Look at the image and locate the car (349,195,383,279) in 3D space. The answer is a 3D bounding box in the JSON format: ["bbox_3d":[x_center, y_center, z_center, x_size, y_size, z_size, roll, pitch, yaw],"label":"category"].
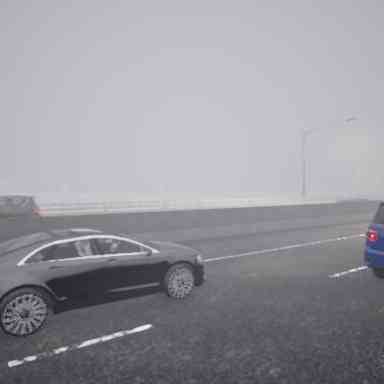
[{"bbox_3d":[6.596,1.133,8.442,5.566,2.045,2.150,-1,0,-35],"label":"car"}]

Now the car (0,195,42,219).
[{"bbox_3d":[-11.014,1.210,17.631,5.566,2.045,2.150,-1,0,-35],"label":"car"}]

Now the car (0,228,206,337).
[{"bbox_3d":[-1.952,1.472,6.651,4.902,1.511,2.128,-1,0,-35],"label":"car"}]

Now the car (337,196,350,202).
[{"bbox_3d":[21.726,1.205,45.217,4.718,1.301,1.895,-1,0,-35],"label":"car"}]

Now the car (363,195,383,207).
[{"bbox_3d":[24.505,1.144,42.898,5.357,1.411,2.033,-1,0,-35],"label":"car"}]

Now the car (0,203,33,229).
[{"bbox_3d":[-12.764,1.490,20.681,4.892,1.490,1.837,-1,0,-35],"label":"car"}]
